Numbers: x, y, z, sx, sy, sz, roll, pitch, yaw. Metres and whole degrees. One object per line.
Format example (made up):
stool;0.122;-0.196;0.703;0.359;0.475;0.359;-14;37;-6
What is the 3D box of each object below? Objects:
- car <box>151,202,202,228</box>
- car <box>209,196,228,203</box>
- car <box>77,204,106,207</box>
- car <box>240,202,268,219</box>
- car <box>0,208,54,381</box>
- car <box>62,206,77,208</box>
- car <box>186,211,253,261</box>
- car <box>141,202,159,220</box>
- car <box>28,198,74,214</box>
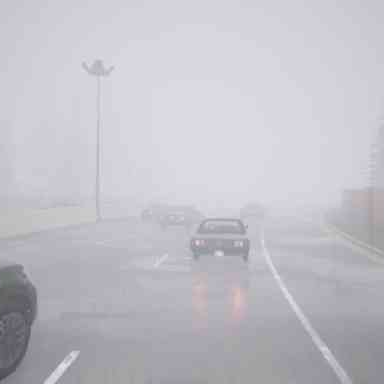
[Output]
car;-0.562;1.535;21.622;2.033;1.411;5.357;0;0;14
car;5.752;1.535;70.896;1.994;1.385;4.181;0;0;40
car;-8.557;1.462;31.985;1.812;1.442;4.674;0;0;19
car;5.454;1.584;29.113;1.994;1.385;4.181;0;0;19
car;-3.291;1.201;2.296;2.150;2.045;5.566;0;0;2
car;-12.395;1.514;31.629;1.895;1.301;4.718;0;0;18
car;1.166;1.603;12.420;1.895;1.301;4.718;0;0;8
car;-2.537;1.538;27.244;1.994;1.385;4.181;0;0;17
car;-14.806;1.423;35.308;1.812;1.442;4.674;0;0;19
